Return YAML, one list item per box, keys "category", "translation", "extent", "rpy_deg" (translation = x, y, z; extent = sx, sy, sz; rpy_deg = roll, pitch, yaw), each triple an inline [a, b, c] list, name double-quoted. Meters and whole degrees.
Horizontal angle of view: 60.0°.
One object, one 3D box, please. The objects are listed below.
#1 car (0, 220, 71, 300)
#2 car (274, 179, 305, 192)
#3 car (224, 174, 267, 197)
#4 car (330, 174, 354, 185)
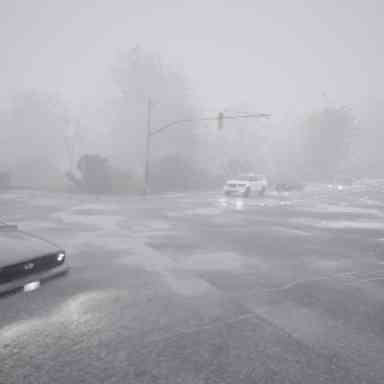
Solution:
- category: "car"
  translation: [-4.868, 0.887, 6.208]
  extent: [5.357, 1.411, 2.033]
  rpy_deg: [4, 4, 24]
- category: "car"
  translation: [11.598, -0.800, 39.344]
  extent: [1.895, 1.301, 4.718]
  rpy_deg: [6, 7, 42]
- category: "car"
  translation: [5.178, -0.701, 31.555]
  extent: [2.150, 2.045, 5.566]
  rpy_deg: [5, 6, 36]
- category: "car"
  translation: [22.731, -1.869, 50.205]
  extent: [4.892, 1.490, 1.837]
  rpy_deg: [-5, 8, -41]
